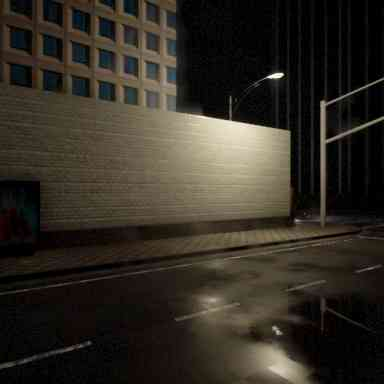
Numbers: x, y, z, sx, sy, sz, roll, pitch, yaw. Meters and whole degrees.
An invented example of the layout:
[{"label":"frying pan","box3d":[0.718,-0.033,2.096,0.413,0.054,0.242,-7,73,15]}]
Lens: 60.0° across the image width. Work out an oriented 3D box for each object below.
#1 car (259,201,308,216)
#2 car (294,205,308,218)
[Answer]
[{"label":"car","box3d":[9.378,1.656,34.337,1.895,1.301,4.718,0,0,-36]},{"label":"car","box3d":[8.176,1.581,30.012,1.812,1.442,4.674,0,0,-36]}]
